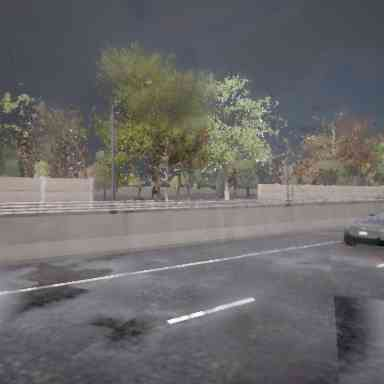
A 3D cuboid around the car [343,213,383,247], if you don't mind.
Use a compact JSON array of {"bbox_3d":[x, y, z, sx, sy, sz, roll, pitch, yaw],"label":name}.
[{"bbox_3d":[8.269,1.572,14.067,4.181,1.385,1.994,0,0,-35],"label":"car"}]
